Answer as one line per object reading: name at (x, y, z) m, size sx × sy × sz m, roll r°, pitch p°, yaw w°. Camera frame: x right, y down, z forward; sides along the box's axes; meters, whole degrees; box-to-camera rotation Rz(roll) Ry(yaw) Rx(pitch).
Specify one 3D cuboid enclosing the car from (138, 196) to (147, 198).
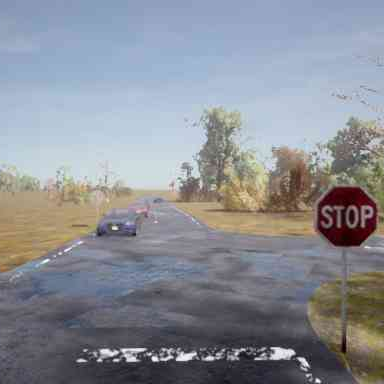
car at (-6.287, 1.554, 41.275) m, size 1.994 × 1.385 × 4.181 m, roll 0°, pitch 0°, yaw -8°

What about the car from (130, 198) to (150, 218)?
car at (-4.907, 1.520, 30.225) m, size 1.812 × 1.442 × 4.674 m, roll 0°, pitch 0°, yaw -6°

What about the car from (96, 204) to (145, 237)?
car at (-3.829, 1.562, 17.987) m, size 1.994 × 1.385 × 4.181 m, roll 0°, pitch 0°, yaw -4°

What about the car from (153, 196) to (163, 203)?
car at (-6.973, 1.506, 69.344) m, size 1.812 × 1.442 × 4.674 m, roll 0°, pitch 0°, yaw -8°

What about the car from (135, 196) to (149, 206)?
car at (-8.062, 1.478, 54.292) m, size 2.128 × 1.511 × 4.902 m, roll 0°, pitch 0°, yaw -8°
